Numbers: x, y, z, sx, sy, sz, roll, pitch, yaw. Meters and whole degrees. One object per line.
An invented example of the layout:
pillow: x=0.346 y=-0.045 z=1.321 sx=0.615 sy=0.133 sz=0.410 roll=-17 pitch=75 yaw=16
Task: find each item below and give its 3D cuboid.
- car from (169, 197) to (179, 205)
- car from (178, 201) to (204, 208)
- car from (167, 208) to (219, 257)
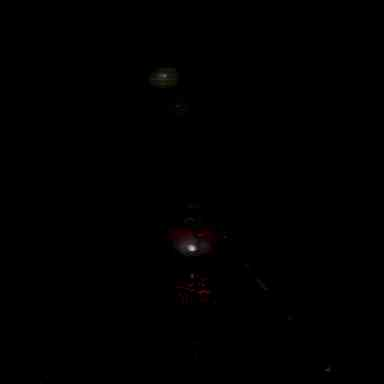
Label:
car: x=-3.500 y=1.679 z=65.335 sx=1.882 sy=1.535 sz=5.008 roll=0 pitch=0 yaw=0
car: x=0.035 y=1.658 z=29.211 sx=1.882 sy=1.535 sz=5.008 roll=0 pitch=0 yaw=0
car: x=0.027 y=1.623 z=13.498 sx=1.837 sy=1.490 sz=4.892 roll=0 pitch=0 yaw=1
